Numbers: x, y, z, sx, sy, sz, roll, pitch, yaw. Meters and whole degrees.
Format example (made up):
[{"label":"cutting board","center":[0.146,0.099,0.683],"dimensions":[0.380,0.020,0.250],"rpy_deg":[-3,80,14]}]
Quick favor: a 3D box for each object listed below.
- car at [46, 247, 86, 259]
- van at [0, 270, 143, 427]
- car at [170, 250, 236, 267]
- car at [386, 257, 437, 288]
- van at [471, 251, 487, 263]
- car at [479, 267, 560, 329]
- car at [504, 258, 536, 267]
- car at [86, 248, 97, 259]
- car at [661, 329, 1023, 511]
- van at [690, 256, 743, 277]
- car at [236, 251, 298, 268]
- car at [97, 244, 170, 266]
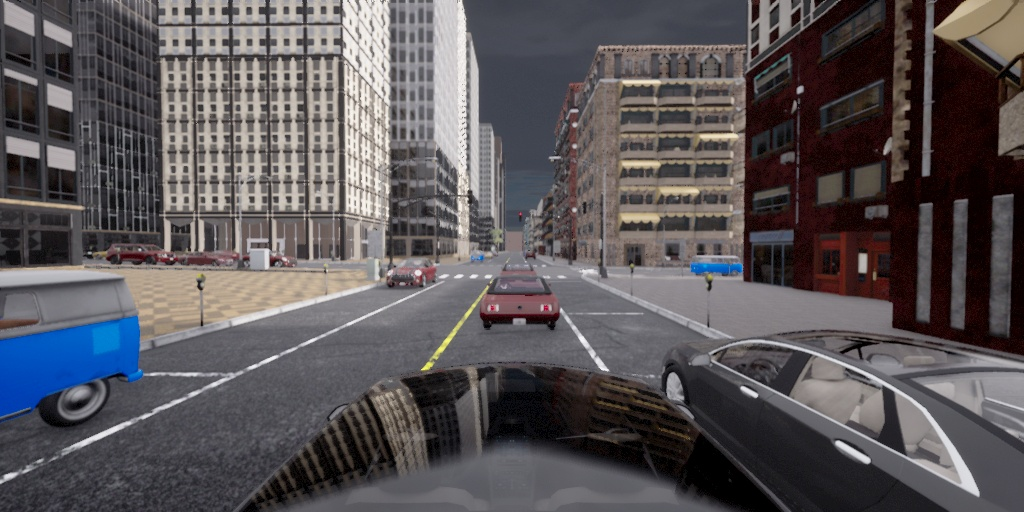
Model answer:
[{"label":"car","center":[-48.626,-0.348,39.540],"dimensions":[4.313,1.339,1.948],"rpy_deg":[0,0,1]},{"label":"van","center":[-5.676,1.067,2.980],"dimensions":[1.690,1.789,3.998],"rpy_deg":[0,0,1]},{"label":"car","center":[-26.350,0.276,30.933],"dimensions":[4.207,1.307,1.802],"rpy_deg":[0,0,1]},{"label":"car","center":[-5.459,0.826,19.921],"dimensions":[1.967,1.591,4.097],"rpy_deg":[0,0,1]},{"label":"van","center":[-5.042,0.084,52.386],"dimensions":[1.690,1.789,3.998],"rpy_deg":[0,0,1]},{"label":"car","center":[0.210,1.175,10.439],"dimensions":[1.895,1.301,4.718],"rpy_deg":[0,1,1]},{"label":"car","center":[0.318,0.987,19.805],"dimensions":[1.895,1.301,4.718],"rpy_deg":[0,1,0]},{"label":"car","center":[-43.220,-0.282,39.486],"dimensions":[4.829,1.417,1.751],"rpy_deg":[0,0,1]},{"label":"car","center":[2.704,1.276,2.872],"dimensions":[2.007,1.370,4.403],"rpy_deg":[0,0,1]},{"label":"van","center":[17.279,0.873,30.352],"dimensions":[3.998,1.789,1.690],"rpy_deg":[0,0,1]},{"label":"car","center":[-20.776,0.240,30.877],"dimensions":[4.097,1.591,1.967],"rpy_deg":[0,0,1]},{"label":"car","center":[-31.924,-0.098,30.990],"dimensions":[5.009,1.841,2.192],"rpy_deg":[0,0,1]}]
